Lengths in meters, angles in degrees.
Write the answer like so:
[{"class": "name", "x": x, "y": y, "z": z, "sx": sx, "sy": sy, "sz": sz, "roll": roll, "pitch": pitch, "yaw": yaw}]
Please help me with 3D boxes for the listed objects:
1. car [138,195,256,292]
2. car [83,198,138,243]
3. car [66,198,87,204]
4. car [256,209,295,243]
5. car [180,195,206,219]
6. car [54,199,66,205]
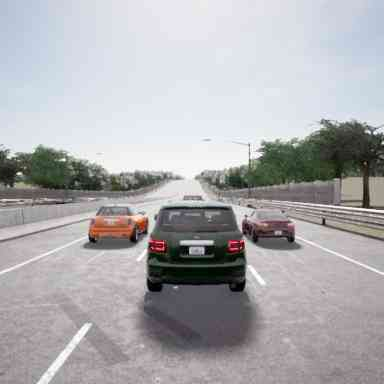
[{"class": "car", "x": 0.091, "y": 1.218, "z": 9.078, "sx": 2.150, "sy": 2.045, "sz": 5.566, "roll": 0, "pitch": 0, "yaw": 0}, {"class": "car", "x": -3.421, "y": 1.352, "z": 16.308, "sx": 2.097, "sy": 1.767, "sz": 4.553, "roll": 0, "pitch": 0, "yaw": 1}, {"class": "car", "x": -17.591, "y": 1.686, "z": 52.277, "sx": 1.837, "sy": 1.490, "sz": 4.892, "roll": 0, "pitch": -1, "yaw": 0}, {"class": "car", "x": 3.583, "y": 1.526, "z": 16.075, "sx": 1.812, "sy": 1.442, "sz": 4.674, "roll": 0, "pitch": 0, "yaw": 0}, {"class": "car", "x": 0.068, "y": 1.263, "z": 30.583, "sx": 2.150, "sy": 2.045, "sz": 5.566, "roll": 0, "pitch": 0, "yaw": 0}, {"class": "car", "x": -21.064, "y": 1.802, "z": 55.171, "sx": 1.895, "sy": 1.301, "sz": 4.718, "roll": 0, "pitch": 0, "yaw": 0}]
